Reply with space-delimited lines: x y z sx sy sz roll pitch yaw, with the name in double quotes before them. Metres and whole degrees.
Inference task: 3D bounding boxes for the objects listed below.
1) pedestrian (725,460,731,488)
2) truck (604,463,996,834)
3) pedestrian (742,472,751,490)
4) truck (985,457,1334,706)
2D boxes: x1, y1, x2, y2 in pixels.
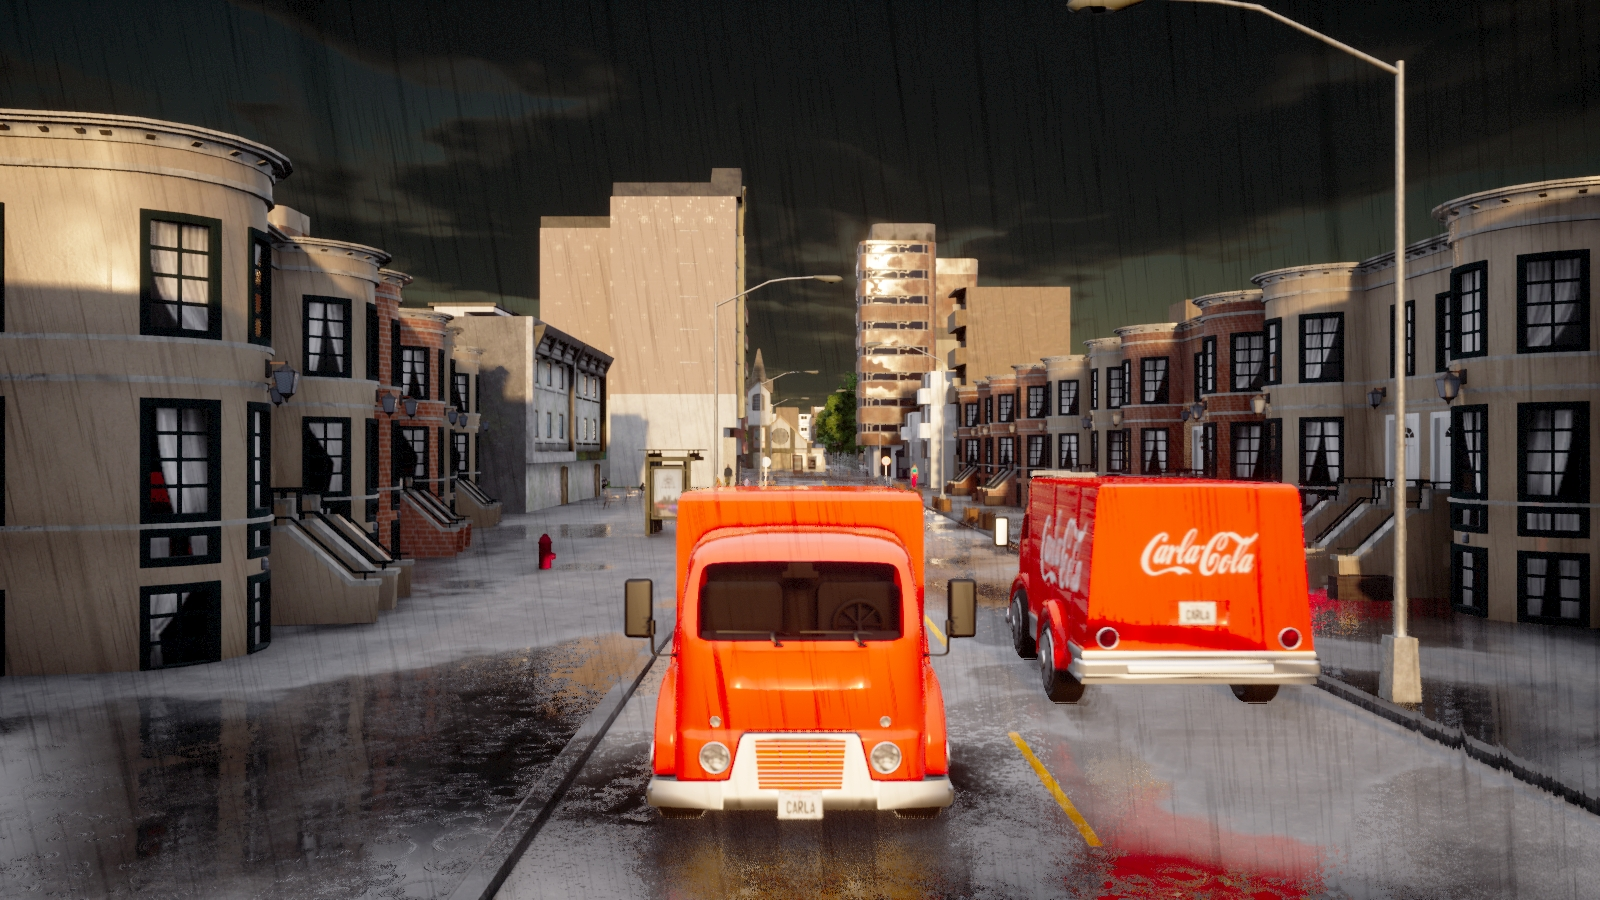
"pedestrian" -4.689 1.554 74.736 0.375 1.860 0.375 0 0 -2
"truck" 0.000 1.359 10.262 2.627 2.467 5.204 0 -1 0
"pedestrian" -3.328 1.933 70.862 0.500 1.100 0.500 0 0 2
"truck" 4.001 1.343 13.978 2.627 2.467 5.204 0 -1 0
